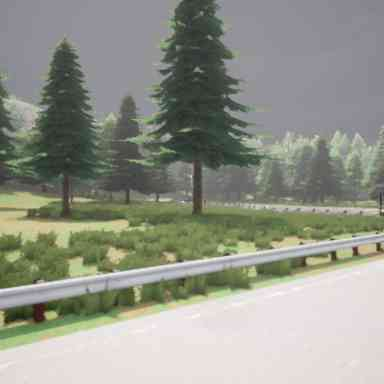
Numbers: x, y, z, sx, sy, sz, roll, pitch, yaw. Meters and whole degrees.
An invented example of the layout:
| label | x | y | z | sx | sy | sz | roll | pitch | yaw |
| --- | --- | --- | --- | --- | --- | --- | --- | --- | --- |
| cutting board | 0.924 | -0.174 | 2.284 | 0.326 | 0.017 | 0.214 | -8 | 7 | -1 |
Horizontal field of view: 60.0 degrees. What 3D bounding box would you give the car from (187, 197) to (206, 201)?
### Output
| label | x | y | z | sx | sy | sz | roll | pitch | yaw |
| --- | --- | --- | --- | --- | --- | --- | --- | --- | --- |
| car | 0.590 | 1.559 | 57.224 | 1.837 | 1.490 | 4.892 | 0 | 0 | -34 |
